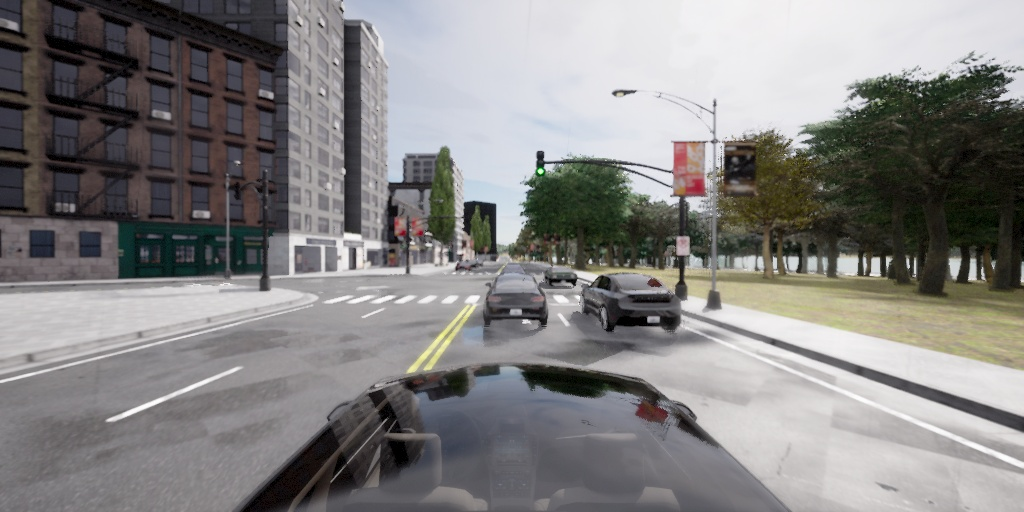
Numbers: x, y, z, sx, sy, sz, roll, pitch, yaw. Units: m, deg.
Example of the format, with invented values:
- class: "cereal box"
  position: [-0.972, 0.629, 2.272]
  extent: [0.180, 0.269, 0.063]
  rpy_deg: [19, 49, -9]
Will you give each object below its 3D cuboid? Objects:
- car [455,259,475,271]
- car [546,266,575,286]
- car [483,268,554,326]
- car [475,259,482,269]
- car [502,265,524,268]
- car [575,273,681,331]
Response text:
- class: "car"
  position: [-6.586, 1.351, 49.057]
  extent: [1.994, 1.385, 4.181]
  rpy_deg: [0, 0, 0]
- class: "car"
  position: [3.347, 1.370, 25.543]
  extent: [1.895, 1.301, 4.718]
  rpy_deg: [0, 0, 0]
- class: "car"
  position: [0.102, 1.284, 11.564]
  extent: [1.812, 1.442, 4.674]
  rpy_deg: [0, 0, 0]
- class: "car"
  position: [-6.527, 1.275, 58.179]
  extent: [1.882, 1.535, 5.008]
  rpy_deg: [0, 0, 1]
- class: "car"
  position: [0.099, 1.335, 27.511]
  extent: [1.994, 1.385, 4.181]
  rpy_deg: [0, 0, 0]
- class: "car"
  position: [3.350, 1.263, 10.919]
  extent: [1.837, 1.490, 4.892]
  rpy_deg: [0, 0, 0]
